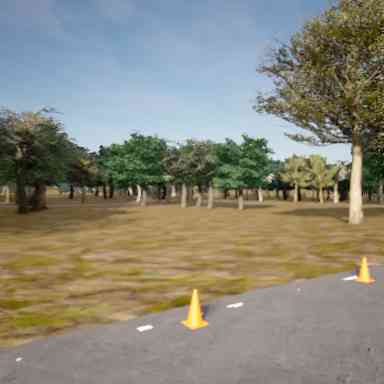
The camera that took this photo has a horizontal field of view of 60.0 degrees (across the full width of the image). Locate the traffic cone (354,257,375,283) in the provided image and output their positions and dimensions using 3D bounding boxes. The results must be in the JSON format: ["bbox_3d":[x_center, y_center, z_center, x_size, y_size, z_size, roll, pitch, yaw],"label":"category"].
[{"bbox_3d":[4.357,1.939,8.397,0.340,0.580,0.340,0,0,-32],"label":"traffic cone"}]

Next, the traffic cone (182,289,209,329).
[{"bbox_3d":[0.060,1.940,5.647,0.340,0.580,0.340,0,0,-34],"label":"traffic cone"}]
